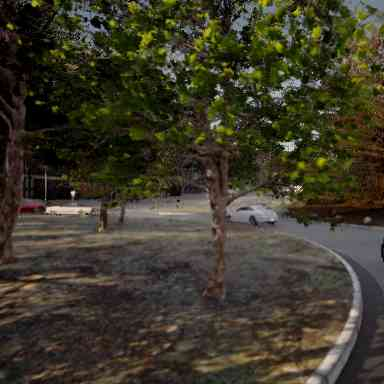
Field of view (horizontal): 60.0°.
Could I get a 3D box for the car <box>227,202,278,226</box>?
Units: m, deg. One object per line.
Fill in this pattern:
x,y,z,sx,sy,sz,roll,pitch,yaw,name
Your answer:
4.414,1.700,24.957,1.812,1.442,4.674,0,-1,-29,car

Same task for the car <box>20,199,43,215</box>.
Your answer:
-18.235,1.558,36.347,4.553,1.767,2.097,0,0,-14,car

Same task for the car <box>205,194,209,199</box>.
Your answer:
4.502,0.542,65.789,1.946,1.575,5.366,0,3,31,car

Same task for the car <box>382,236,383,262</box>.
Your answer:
6.276,1.289,8.252,2.150,2.045,5.566,0,0,23,car

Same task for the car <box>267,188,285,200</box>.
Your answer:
15.039,0.570,60.308,1.837,1.490,4.892,0,3,30,car

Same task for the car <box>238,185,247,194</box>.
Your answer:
10.165,-0.048,75.257,1.946,1.575,5.366,0,3,31,car

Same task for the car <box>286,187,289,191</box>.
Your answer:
20.202,-0.143,69.288,2.097,1.767,4.553,0,3,31,car

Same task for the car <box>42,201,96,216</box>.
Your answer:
-12.477,1.801,34.297,4.718,1.301,1.895,0,0,0,car

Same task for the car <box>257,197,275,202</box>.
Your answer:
7.830,1.666,36.556,1.837,1.490,4.892,-1,1,15,car

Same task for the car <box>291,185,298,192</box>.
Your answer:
21.432,-0.103,64.827,2.150,2.045,5.566,0,3,31,car

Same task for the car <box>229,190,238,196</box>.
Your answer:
7.337,0.246,70.520,1.946,1.575,5.366,0,3,31,car
